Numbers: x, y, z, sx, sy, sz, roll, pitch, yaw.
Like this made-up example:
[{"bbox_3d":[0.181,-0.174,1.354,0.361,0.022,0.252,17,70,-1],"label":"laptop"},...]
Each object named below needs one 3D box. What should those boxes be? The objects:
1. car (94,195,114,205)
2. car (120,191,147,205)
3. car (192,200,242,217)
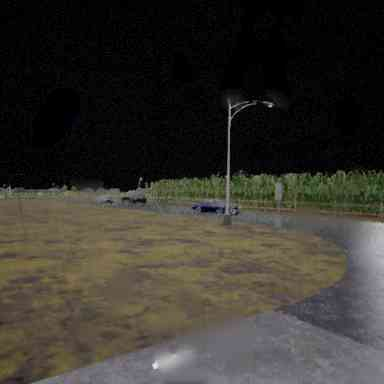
[{"bbox_3d":[-13.220,1.158,50.048,1.994,1.385,4.181,1,-1,-35],"label":"car"},{"bbox_3d":[-8.881,0.899,50.253,2.150,2.045,5.566,1,0,-35],"label":"car"},{"bbox_3d":[2.072,1.331,28.374,1.895,1.301,4.718,1,0,-35],"label":"car"}]
